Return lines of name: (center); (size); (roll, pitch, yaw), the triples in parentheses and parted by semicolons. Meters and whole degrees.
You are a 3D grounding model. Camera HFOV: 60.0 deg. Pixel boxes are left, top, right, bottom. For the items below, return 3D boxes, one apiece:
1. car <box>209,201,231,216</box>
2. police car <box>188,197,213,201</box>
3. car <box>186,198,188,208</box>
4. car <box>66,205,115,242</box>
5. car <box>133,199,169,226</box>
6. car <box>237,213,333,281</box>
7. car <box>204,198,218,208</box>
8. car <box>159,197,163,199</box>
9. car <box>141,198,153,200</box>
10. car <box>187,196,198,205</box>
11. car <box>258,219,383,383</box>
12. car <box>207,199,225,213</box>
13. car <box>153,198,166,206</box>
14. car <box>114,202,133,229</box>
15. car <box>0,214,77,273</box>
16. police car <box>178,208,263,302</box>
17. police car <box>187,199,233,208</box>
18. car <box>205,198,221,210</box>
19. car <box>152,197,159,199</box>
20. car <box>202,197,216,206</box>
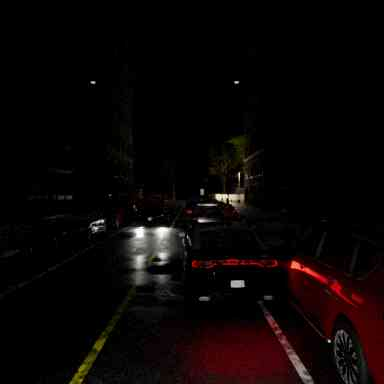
car: (2.709, 1.584, 32.627); (1.802, 1.307, 4.206); (0, 0, 0)
police car: (0.878, 1.426, 24.518); (1.930, 1.638, 5.238); (0, 0, 0)
car: (0.105, 1.612, 45.620); (1.895, 1.301, 4.718); (0, 0, 0)
car: (-5.354, 1.551, 16.086); (2.008, 1.369, 4.403); (0, 0, 0)
car: (-2.697, 1.505, 23.672); (1.837, 1.490, 4.892); (0, 0, 0)
car: (2.655, 1.525, 10.723); (1.752, 1.417, 4.829); (0, 0, 0)
car: (2.747, 1.596, 49.182); (1.802, 1.307, 4.206); (0, 0, 0)
car: (-5.292, 1.535, 43.509); (1.752, 1.417, 4.829); (0, 0, 0)
car: (-5.316, 1.553, 32.642); (2.008, 1.369, 4.403); (0, 0, 0)
car: (0.134, 1.548, 59.779); (1.812, 1.442, 4.674); (0, 0, 0)
car: (2.646, 1.315, 5.036); (2.192, 1.841, 5.009); (0, 0, 0)
car: (2.722, 1.531, 38.316); (1.752, 1.417, 4.829); (0, 0, 0)
car: (-5.266, 1.600, 54.717); (1.802, 1.307, 4.206); (0, 0, 0)
car: (-5.341, 1.545, 21.605); (1.887, 1.381, 4.507); (0, 0, 0)
car: (-5.366, 1.582, 10.567); (1.802, 1.307, 4.206); (0, 0, 0)
police car: (0.693, 1.425, 8.482); (1.930, 1.638, 5.238); (0, 0, -3)
police car: (0.864, 1.425, 18.518); (1.930, 1.638, 5.238); (0, 0, 0)
car: (2.734, 1.554, 43.664); (1.887, 1.381, 4.507); (0, 0, 0)
car: (-5.304, 1.446, 38.161); (1.967, 1.590, 4.097); (0, 0, 0)
car: (2.759, 1.584, 54.700); (1.947, 1.339, 4.313); (0, 0, 0)
